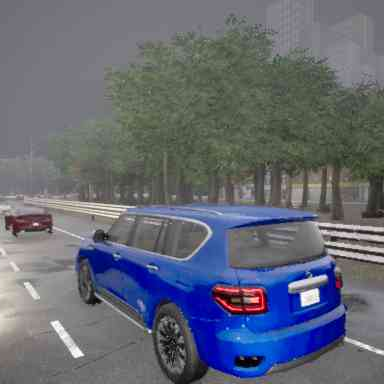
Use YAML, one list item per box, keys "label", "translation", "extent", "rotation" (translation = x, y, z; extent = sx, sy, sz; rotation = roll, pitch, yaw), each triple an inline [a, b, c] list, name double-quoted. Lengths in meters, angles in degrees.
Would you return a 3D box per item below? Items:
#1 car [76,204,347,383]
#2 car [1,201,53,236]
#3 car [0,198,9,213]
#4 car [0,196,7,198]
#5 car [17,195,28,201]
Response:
- label: "car"
  translation: [-0.263, 1.225, 5.770]
  extent: [2.150, 2.045, 5.566]
  rotation: [0, 0, -35]
- label: "car"
  translation: [-9.239, 1.493, 18.677]
  extent: [1.882, 1.535, 5.008]
  rotation: [0, 0, -35]
- label: "car"
  translation: [-19.071, 1.597, 32.816]
  extent: [1.895, 1.301, 4.718]
  rotation: [0, 0, -35]
- label: "car"
  translation: [-38.350, 1.516, 66.951]
  extent: [2.128, 1.511, 4.902]
  rotation: [0, 0, -17]
- label: "car"
  translation: [-41.978, 1.460, 83.310]
  extent: [1.882, 1.535, 5.008]
  rotation: [0, 0, -7]
